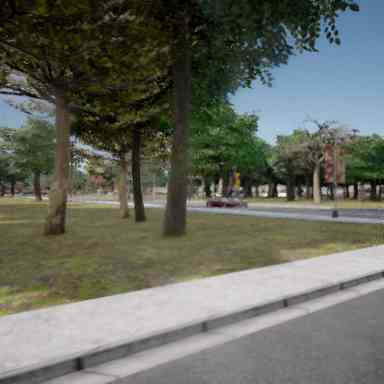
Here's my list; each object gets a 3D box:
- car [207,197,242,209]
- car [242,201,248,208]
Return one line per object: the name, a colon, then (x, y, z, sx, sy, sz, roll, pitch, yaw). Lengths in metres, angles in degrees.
car: (4.085, 1.516, 45.958, 1.882, 1.535, 5.008, 0, 0, -35)
car: (6.148, 1.567, 48.669, 1.812, 1.442, 4.674, 0, 0, -35)
